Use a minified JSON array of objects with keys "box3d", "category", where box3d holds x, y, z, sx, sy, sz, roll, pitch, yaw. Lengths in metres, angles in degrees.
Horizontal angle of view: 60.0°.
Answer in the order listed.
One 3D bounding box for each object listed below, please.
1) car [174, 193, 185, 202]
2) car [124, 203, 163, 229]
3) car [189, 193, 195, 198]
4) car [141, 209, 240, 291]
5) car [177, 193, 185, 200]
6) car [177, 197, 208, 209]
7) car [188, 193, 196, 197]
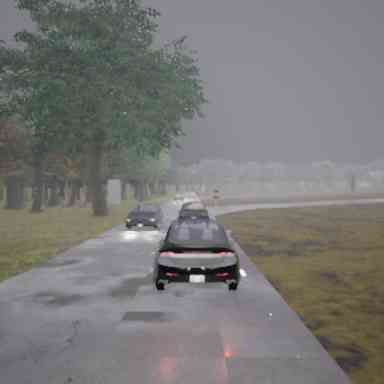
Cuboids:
[{"box3d":[-2.750,1.207,68.596,1.812,1.442,4.674,0,0,0],"category":"car"},{"box3d":[-2.803,1.430,20.750,2.033,1.411,5.357,0,0,0],"category":"car"},{"box3d":[0.001,0.939,94.028,1.812,1.442,4.674,0,0,0],"category":"car"},{"box3d":[0.099,1.438,8.809,2.128,1.511,4.902,0,0,0],"category":"car"},{"box3d":[-2.749,1.125,84.023,1.837,1.490,4.892,0,0,0],"category":"car"},{"box3d":[0.077,1.355,21.882,1.882,1.535,5.008,0,0,-1],"category":"car"},{"box3d":[0.001,1.099,83.608,1.882,1.535,5.008,0,0,0],"category":"car"}]
